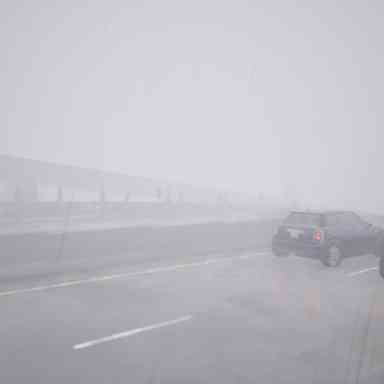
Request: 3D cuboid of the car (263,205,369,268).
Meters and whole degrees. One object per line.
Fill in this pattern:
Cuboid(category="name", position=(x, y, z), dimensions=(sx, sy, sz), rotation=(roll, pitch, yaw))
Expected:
Cuboid(category="car", position=(4.900, 1.372, 11.541), dimensions=(4.553, 1.767, 2.097), rotation=(0, 0, -35))

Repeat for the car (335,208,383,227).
Cuboid(category="car", position=(16.596, 2.551, 33.015), dimensions=(4.902, 1.511, 2.128), rotation=(6, -3, -35))

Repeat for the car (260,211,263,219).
Cuboid(category="car", position=(8.577, 2.010, 31.601), dimensions=(4.892, 1.490, 1.837), rotation=(4, -2, -35))

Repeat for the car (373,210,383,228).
Cuboid(category="car", position=(18.779, 2.568, 30.277), dimensions=(4.902, 1.511, 2.128), rotation=(6, -4, -35))

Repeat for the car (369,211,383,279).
Cuboid(category="car", position=(6.882, 1.372, 8.656), dimensions=(4.553, 1.767, 2.097), rotation=(0, 0, -36))
